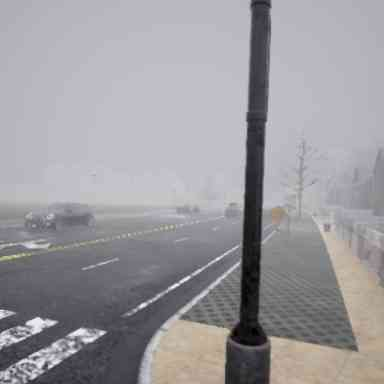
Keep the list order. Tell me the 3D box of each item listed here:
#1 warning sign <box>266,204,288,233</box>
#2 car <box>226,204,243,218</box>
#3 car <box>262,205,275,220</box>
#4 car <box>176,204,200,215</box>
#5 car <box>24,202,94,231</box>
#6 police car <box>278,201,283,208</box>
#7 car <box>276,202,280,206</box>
[{"bbox_3d":[5.950,1.810,23.209,1.300,1.860,1.060,3,1,19],"label":"warning sign"},{"bbox_3d":[5.658,2.254,41.598,2.097,1.767,4.553,2,-1,18],"label":"car"},{"bbox_3d":[8.637,2.502,40.277,2.128,1.511,4.902,2,-1,18],"label":"car"},{"bbox_3d":[-0.464,2.277,44.091,1.895,1.301,4.718,2,-1,18],"label":"car"},{"bbox_3d":[-8.259,1.425,21.140,2.097,1.767,4.553,2,-1,19],"label":"car"},{"bbox_3d":[24.503,3.755,91.385,1.930,1.638,5.238,2,-1,15],"label":"police car"},{"bbox_3d":[11.974,2.786,50.904,1.837,1.490,4.892,2,0,18],"label":"car"}]
